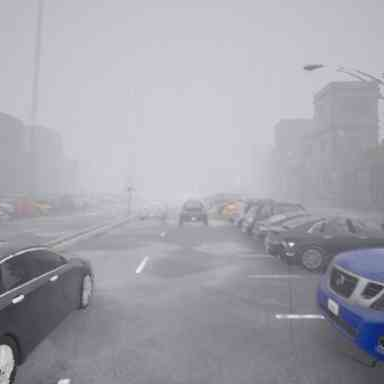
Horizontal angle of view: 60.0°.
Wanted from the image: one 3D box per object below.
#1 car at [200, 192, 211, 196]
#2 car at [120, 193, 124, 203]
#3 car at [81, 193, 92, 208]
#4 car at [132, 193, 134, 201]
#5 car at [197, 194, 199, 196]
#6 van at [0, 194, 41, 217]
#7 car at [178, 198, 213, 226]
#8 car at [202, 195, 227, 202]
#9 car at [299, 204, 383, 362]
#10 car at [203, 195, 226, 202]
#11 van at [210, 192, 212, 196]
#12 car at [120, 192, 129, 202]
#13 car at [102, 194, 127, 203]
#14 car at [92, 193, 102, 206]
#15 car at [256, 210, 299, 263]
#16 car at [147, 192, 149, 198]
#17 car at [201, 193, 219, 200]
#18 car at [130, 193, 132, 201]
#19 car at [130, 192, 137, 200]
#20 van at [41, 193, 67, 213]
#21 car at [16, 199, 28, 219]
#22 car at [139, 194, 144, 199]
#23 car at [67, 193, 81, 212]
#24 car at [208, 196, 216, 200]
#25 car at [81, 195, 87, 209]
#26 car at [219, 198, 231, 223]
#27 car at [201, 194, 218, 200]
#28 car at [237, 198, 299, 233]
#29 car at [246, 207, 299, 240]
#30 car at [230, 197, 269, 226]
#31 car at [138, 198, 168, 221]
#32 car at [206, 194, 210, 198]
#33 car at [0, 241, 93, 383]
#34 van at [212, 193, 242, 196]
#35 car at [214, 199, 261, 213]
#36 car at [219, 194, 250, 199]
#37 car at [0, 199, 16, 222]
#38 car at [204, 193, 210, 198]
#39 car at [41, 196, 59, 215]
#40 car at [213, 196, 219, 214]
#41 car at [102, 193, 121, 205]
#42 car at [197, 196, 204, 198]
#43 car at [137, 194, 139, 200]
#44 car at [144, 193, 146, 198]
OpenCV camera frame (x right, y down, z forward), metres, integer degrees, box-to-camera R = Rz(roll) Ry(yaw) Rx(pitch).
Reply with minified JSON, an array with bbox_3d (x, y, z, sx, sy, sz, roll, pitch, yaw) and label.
[{"bbox_3d":[4.658,1.126,57.338,5.566,2.045,2.435,0,0,0],"label":"car"},{"bbox_3d":[-15.562,1.438,61.144,4.674,1.452,2.002,0,0,0],"label":"car"},{"bbox_3d":[-15.567,1.308,41.962,4.553,1.767,2.185,0,0,0],"label":"car"},{"bbox_3d":[-15.570,1.400,72.176,4.674,1.452,2.002,0,0,0],"label":"car"},{"bbox_3d":[4.761,1.075,85.124,5.566,2.045,2.435,0,0,0],"label":"car"},{"bbox_3d":[-15.636,1.213,28.049,4.442,1.987,1.878,0,0,0],"label":"van"},{"bbox_3d":[0.091,1.427,22.838,2.128,1.511,4.902,0,0,0],"label":"car"},{"bbox_3d":[4.694,1.355,68.573,5.008,1.535,2.097,0,0,0],"label":"car"},{"bbox_3d":[4.680,1.209,4.531,5.566,2.045,2.435,0,0,0],"label":"car"},{"bbox_3d":[4.725,1.379,71.228,4.792,1.488,2.163,0,0,0],"label":"car"},{"bbox_3d":[4.810,1.174,40.661,4.442,1.987,1.878,0,0,0],"label":"van"},{"bbox_3d":[-15.534,1.138,63.902,5.566,2.045,2.435,0,0,0],"label":"car"},{"bbox_3d":[-15.535,1.255,66.660,4.553,1.767,2.185,0,0,0],"label":"car"},{"bbox_3d":[-15.568,1.181,44.597,5.566,2.045,2.435,0,0,0],"label":"car"},{"bbox_3d":[4.700,1.443,10.090,4.892,1.521,2.231,0,0,0],"label":"car"},{"bbox_3d":[-15.784,1.314,94.231,5.366,1.575,1.946,0,0,0],"label":"car"},{"bbox_3d":[4.773,1.199,87.937,4.553,1.767,2.185,0,0,0],"label":"car"},{"bbox_3d":[-15.567,1.411,69.288,4.674,1.452,2.002,0,0,0],"label":"car"},{"bbox_3d":[-15.571,1.351,74.933,5.008,1.535,2.097,0,0,0],"label":"car"},{"bbox_3d":[-15.410,1.212,33.565,4.442,1.987,1.878,0,0,0],"label":"van"},{"bbox_3d":[-15.514,1.480,25.293,4.674,1.452,2.002,0,0,0],"label":"car"},{"bbox_3d":[-15.558,1.078,83.204,5.566,2.045,2.435,0,0,0],"label":"car"},{"bbox_3d":[-15.558,1.186,36.323,5.566,2.045,2.435,0,0,0],"label":"car"},{"bbox_3d":[4.512,1.405,32.322,5.366,1.575,1.946,0,0,0],"label":"car"},{"bbox_3d":[-15.528,1.435,39.206,5.008,1.535,2.097,0,0,0],"label":"car"},{"bbox_3d":[4.696,1.414,23.983,5.008,1.535,2.097,0,0,0],"label":"car"},{"bbox_3d":[4.746,1.364,90.807,4.674,1.452,2.002,0,0,0],"label":"car"},{"bbox_3d":[4.673,1.302,15.648,4.553,1.767,2.185,0,0,0],"label":"car"},{"bbox_3d":[4.703,1.474,12.869,4.674,1.452,2.002,0,0,0],"label":"car"},{"bbox_3d":[4.672,1.296,18.428,4.553,1.767,2.185,0,0,0],"label":"car"},{"bbox_3d":[-2.910,1.458,26.401,1.812,1.442,4.674,0,0,0],"label":"car"},{"bbox_3d":[4.686,1.398,43.441,4.892,1.521,2.231,0,0,0],"label":"car"},{"bbox_3d":[-2.902,1.484,4.843,1.837,1.490,4.892,0,0,0],"label":"car"},{"bbox_3d":[4.811,1.177,37.882,4.442,1.987,1.878,0,0,0],"label":"van"},{"bbox_3d":[4.698,1.446,35.102,4.674,1.452,2.002,0,0,0],"label":"car"},{"bbox_3d":[4.731,1.286,26.764,4.553,1.767,2.185,0,0,0],"label":"car"},{"bbox_3d":[-15.328,1.439,22.535,5.366,1.575,1.946,0,0,0],"label":"car"},{"bbox_3d":[4.658,1.411,54.559,4.792,1.488,2.163,0,0,0],"label":"car"},{"bbox_3d":[-15.528,1.438,30.807,5.008,1.535,2.097,0,0,0],"label":"car"},{"bbox_3d":[4.693,1.410,29.543,5.008,1.535,2.097,0,0,0],"label":"car"},{"bbox_3d":[-15.527,1.435,58.386,4.792,1.488,2.163,0,0,0],"label":"car"},{"bbox_3d":[0.108,1.467,40.776,1.994,1.385,4.181,0,-1,0],"label":"car"},{"bbox_3d":[-15.582,1.382,77.690,4.674,1.452,2.002,0,0,0],"label":"car"},{"bbox_3d":[-15.778,1.318,88.716,5.366,1.575,1.946,0,0,0],"label":"car"}]
